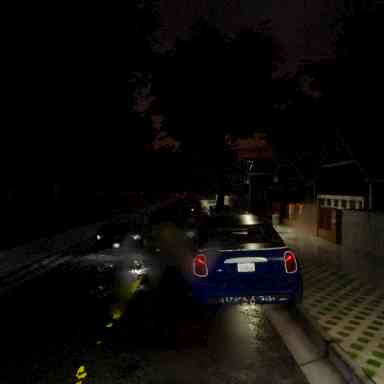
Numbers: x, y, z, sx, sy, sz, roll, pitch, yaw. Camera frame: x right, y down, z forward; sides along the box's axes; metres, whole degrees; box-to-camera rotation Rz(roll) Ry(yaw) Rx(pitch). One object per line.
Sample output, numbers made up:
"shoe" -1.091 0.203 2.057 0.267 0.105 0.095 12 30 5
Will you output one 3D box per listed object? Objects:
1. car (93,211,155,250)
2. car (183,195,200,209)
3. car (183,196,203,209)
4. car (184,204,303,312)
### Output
"car" -2.728 1.554 14.673 2.033 1.411 5.357 0 0 0
"car" -0.033 1.379 45.943 2.097 1.767 4.553 0 0 2
"car" 0.085 1.530 35.980 1.837 1.490 4.892 0 0 1
"car" 0.942 1.320 7.878 2.097 1.767 4.553 -2 0 0
